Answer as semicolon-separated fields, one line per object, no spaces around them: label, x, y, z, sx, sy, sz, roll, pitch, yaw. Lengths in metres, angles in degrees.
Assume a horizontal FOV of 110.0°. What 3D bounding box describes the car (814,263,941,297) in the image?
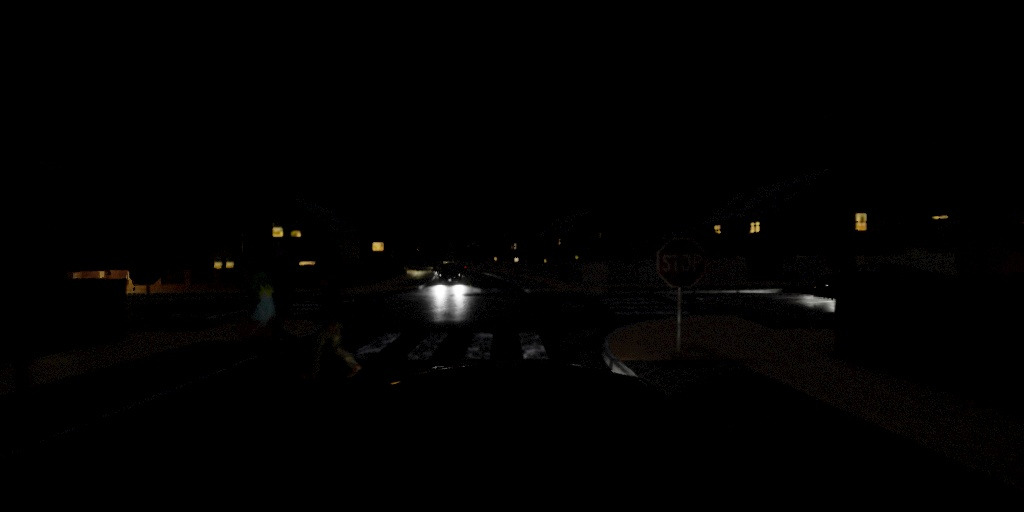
car;15.319;1.014;14.999;4.181;1.385;1.994;-1;1;5

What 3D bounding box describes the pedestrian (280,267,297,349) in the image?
pedestrian;-4.657;0.931;7.152;0.375;1.860;0.375;-1;1;-2

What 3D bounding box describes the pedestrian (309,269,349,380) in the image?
pedestrian;-2.988;1.069;5.838;0.375;1.860;0.375;-1;1;-2

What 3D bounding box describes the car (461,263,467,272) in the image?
car;-8.700;1.859;59.302;2.033;1.411;5.357;0;-1;-17

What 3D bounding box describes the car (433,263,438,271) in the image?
car;-12.753;1.903;63.058;1.837;1.490;4.892;0;-1;-18

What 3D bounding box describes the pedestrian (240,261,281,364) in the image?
pedestrian;-4.557;0.991;6.489;0.375;1.860;0.375;-1;1;-2

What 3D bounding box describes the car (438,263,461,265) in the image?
car;-7.751;1.703;44.102;1.994;1.385;4.181;0;-1;-12

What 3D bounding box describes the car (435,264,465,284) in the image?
car;-5.138;1.578;29.993;1.895;1.301;4.718;0;-1;-8
